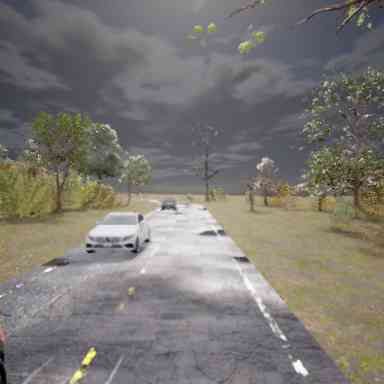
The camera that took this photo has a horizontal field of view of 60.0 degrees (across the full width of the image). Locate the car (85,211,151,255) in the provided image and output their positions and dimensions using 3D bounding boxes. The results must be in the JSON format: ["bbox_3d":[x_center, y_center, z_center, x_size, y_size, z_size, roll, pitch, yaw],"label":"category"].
[{"bbox_3d":[-2.805,1.521,13.533,1.812,1.442,4.674,0,0,1],"label":"car"}]

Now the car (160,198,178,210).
[{"bbox_3d":[-2.874,1.495,41.870,1.837,1.490,4.892,0,0,0],"label":"car"}]

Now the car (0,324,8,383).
[{"bbox_3d":[-2.845,1.351,1.335,2.097,1.767,4.553,0,0,0],"label":"car"}]
